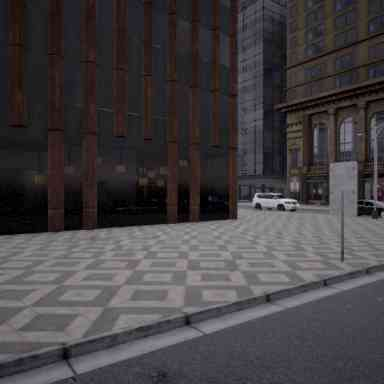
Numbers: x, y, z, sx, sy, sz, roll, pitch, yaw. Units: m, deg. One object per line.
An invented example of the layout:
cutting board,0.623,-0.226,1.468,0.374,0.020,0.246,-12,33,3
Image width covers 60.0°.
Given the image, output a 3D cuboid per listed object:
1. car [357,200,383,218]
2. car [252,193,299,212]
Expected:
car,15.427,1.454,28.688,1.837,1.490,4.892,0,0,-37
car,9.276,1.142,37.338,2.150,2.045,5.566,0,0,-36
